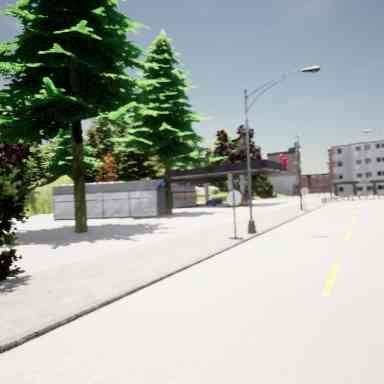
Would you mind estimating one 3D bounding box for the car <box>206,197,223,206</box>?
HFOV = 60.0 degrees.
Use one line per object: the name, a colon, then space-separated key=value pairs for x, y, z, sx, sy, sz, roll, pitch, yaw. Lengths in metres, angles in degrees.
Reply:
car: x=3.738 y=1.569 z=55.941 sx=1.845 sy=1.501 sz=3.633 roll=-3 pitch=0 yaw=28
